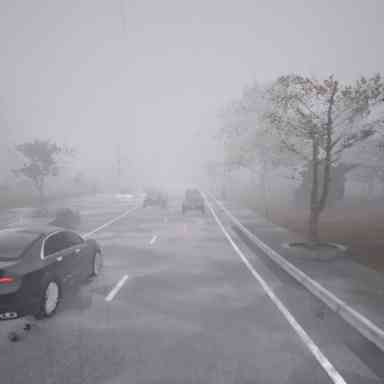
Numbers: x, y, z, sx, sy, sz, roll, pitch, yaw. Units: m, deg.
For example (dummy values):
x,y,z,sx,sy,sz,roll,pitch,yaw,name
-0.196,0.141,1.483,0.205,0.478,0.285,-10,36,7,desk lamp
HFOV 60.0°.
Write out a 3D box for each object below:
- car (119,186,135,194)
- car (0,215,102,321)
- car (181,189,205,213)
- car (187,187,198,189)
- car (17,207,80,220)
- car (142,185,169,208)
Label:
x,y,z,sx,sy,sz,roll,pitch,yaw,name
-10.574,-0.370,54.250,1.895,1.301,4.718,0,3,1,car
-3.402,1.506,7.310,1.837,1.490,4.892,0,0,0,car
0.094,0.871,28.041,2.128,1.511,4.902,0,3,0,car
0.059,0.025,44.178,1.882,1.535,5.008,0,3,0,car
-7.094,1.447,16.460,2.033,1.411,5.357,0,2,0,car
-3.408,0.525,32.017,2.097,1.767,4.553,0,3,0,car
